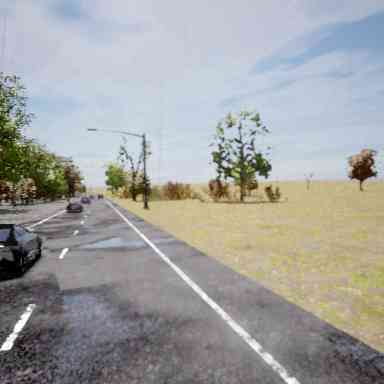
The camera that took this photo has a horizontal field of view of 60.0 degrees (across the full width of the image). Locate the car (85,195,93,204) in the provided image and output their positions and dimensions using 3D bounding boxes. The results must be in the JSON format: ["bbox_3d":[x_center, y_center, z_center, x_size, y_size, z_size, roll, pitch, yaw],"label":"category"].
[{"bbox_3d":[-24.188,1.897,75.615,2.097,1.767,4.553,-2,0,-15],"label":"car"}]

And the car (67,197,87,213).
[{"bbox_3d":[-15.376,1.862,43.831,2.128,1.511,4.902,-2,0,-15],"label":"car"}]

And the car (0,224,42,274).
[{"bbox_3d":[-6.238,1.734,10.874,1.994,1.385,4.181,-2,0,-15],"label":"car"}]
